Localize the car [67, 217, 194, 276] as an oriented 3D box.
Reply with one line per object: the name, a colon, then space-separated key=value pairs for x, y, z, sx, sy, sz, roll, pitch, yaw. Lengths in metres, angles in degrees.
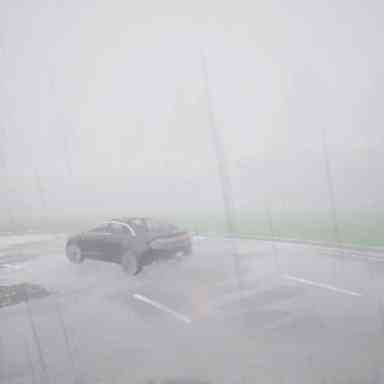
car: x=-2.169 y=1.553 z=10.614 sx=4.902 sy=1.511 sz=2.128 roll=-2 pitch=0 yaw=41
